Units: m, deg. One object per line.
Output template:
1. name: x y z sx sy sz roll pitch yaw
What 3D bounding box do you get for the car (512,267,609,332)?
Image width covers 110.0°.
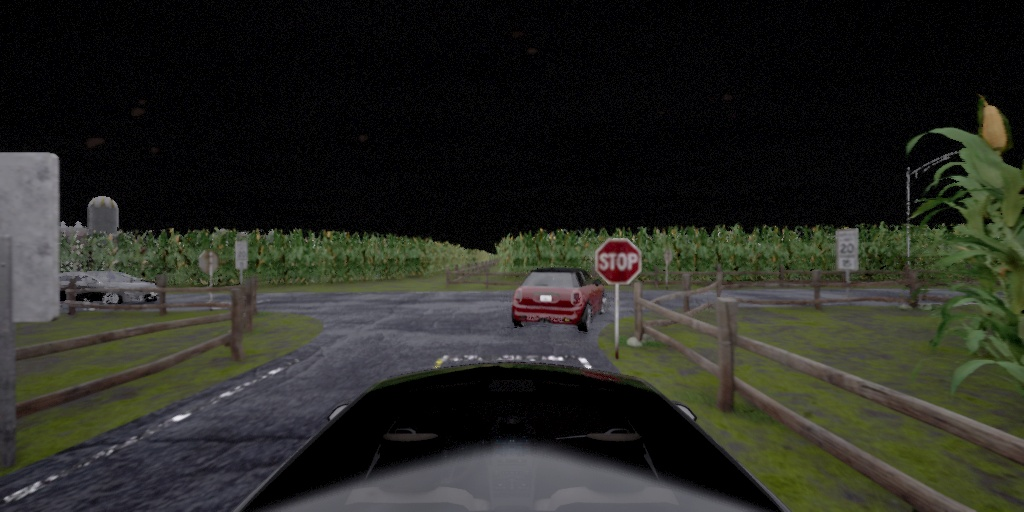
1. car: 1.667 1.126 11.292 2.097 1.767 4.553 0 0 22

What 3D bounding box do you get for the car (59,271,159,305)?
1. car: -18.242 1.420 15.870 4.902 1.511 2.128 0 0 0
